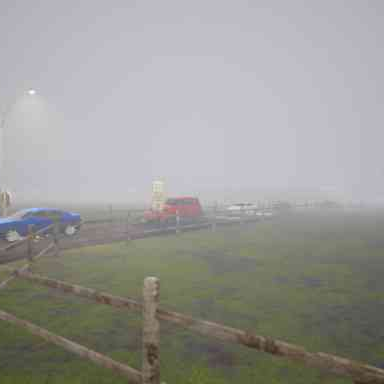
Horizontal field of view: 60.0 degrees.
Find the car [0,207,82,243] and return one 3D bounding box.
[{"bbox_3d":[-8.058,1.562,16.976,1.882,1.535,5.008,0,0,33],"label":"car"}]

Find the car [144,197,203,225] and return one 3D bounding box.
[{"bbox_3d":[-1.351,1.407,26.518,2.150,2.045,5.566,0,-1,36],"label":"car"}]

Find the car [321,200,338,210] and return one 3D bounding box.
[{"bbox_3d":[22.406,2.041,54.039,1.837,1.490,4.892,0,-1,36],"label":"car"}]

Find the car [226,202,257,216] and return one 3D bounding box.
[{"bbox_3d":[5.452,1.812,35.809,1.812,1.442,4.674,0,0,36],"label":"car"}]

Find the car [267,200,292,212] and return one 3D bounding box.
[{"bbox_3d":[11.669,1.878,44.259,2.128,1.511,4.902,0,0,37],"label":"car"}]
